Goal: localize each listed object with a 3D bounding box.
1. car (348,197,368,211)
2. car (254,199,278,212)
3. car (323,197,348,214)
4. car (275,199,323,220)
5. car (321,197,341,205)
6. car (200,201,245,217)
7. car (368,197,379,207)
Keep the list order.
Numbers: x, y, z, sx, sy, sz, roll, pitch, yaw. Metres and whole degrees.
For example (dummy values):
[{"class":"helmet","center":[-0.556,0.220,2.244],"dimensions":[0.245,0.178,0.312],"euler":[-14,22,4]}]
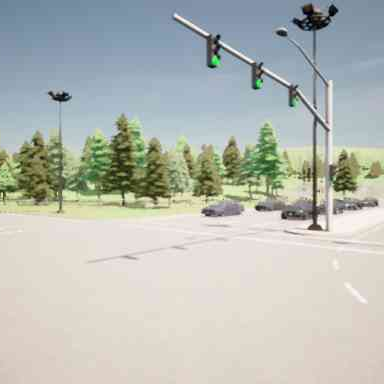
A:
[{"class":"car","center":[19.652,1.452,40.961],"dimensions":[2.128,1.511,4.902],"euler":[0,0,39]},{"class":"car","center":[9.285,1.525,39.198],"dimensions":[2.033,1.411,5.357],"euler":[0,0,39]},{"class":"car","center":[14.132,1.534,34.067],"dimensions":[1.994,1.385,4.181],"euler":[0,0,37]},{"class":"car","center":[8.919,1.544,27.515],"dimensions":[1.994,1.385,4.181],"euler":[0,0,39]},{"class":"car","center":[24.015,1.551,57.493],"dimensions":[1.895,1.301,4.718],"euler":[0,0,40]},{"class":"car","center":[3.022,1.537,31.349],"dimensions":[2.033,1.411,5.357],"euler":[0,0,38]},{"class":"car","center":[26.098,1.440,48.953],"dimensions":[2.128,1.511,4.902],"euler":[0,0,39]}]
